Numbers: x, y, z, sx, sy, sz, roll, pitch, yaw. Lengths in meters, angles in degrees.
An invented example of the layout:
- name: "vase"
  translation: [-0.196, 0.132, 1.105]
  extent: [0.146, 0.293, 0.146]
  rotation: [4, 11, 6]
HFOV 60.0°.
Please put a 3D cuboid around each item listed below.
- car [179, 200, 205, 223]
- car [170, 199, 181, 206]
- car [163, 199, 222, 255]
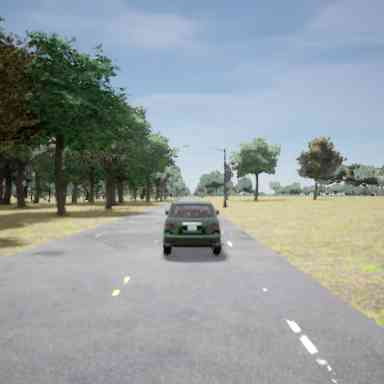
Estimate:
- name: "car"
  translation: [0.012, 1.631, 29.101]
  extent: [2.097, 1.767, 4.553]
  rotation: [0, -1, 0]
- name: "car"
  translation: [-3.475, 2.166, 71.066]
  extent: [2.033, 1.411, 5.357]
  rotation: [0, 0, 0]
- name: "car"
  translation: [0.006, 1.352, 14.037]
  extent: [2.150, 2.045, 5.566]
  rotation: [0, 0, 0]
